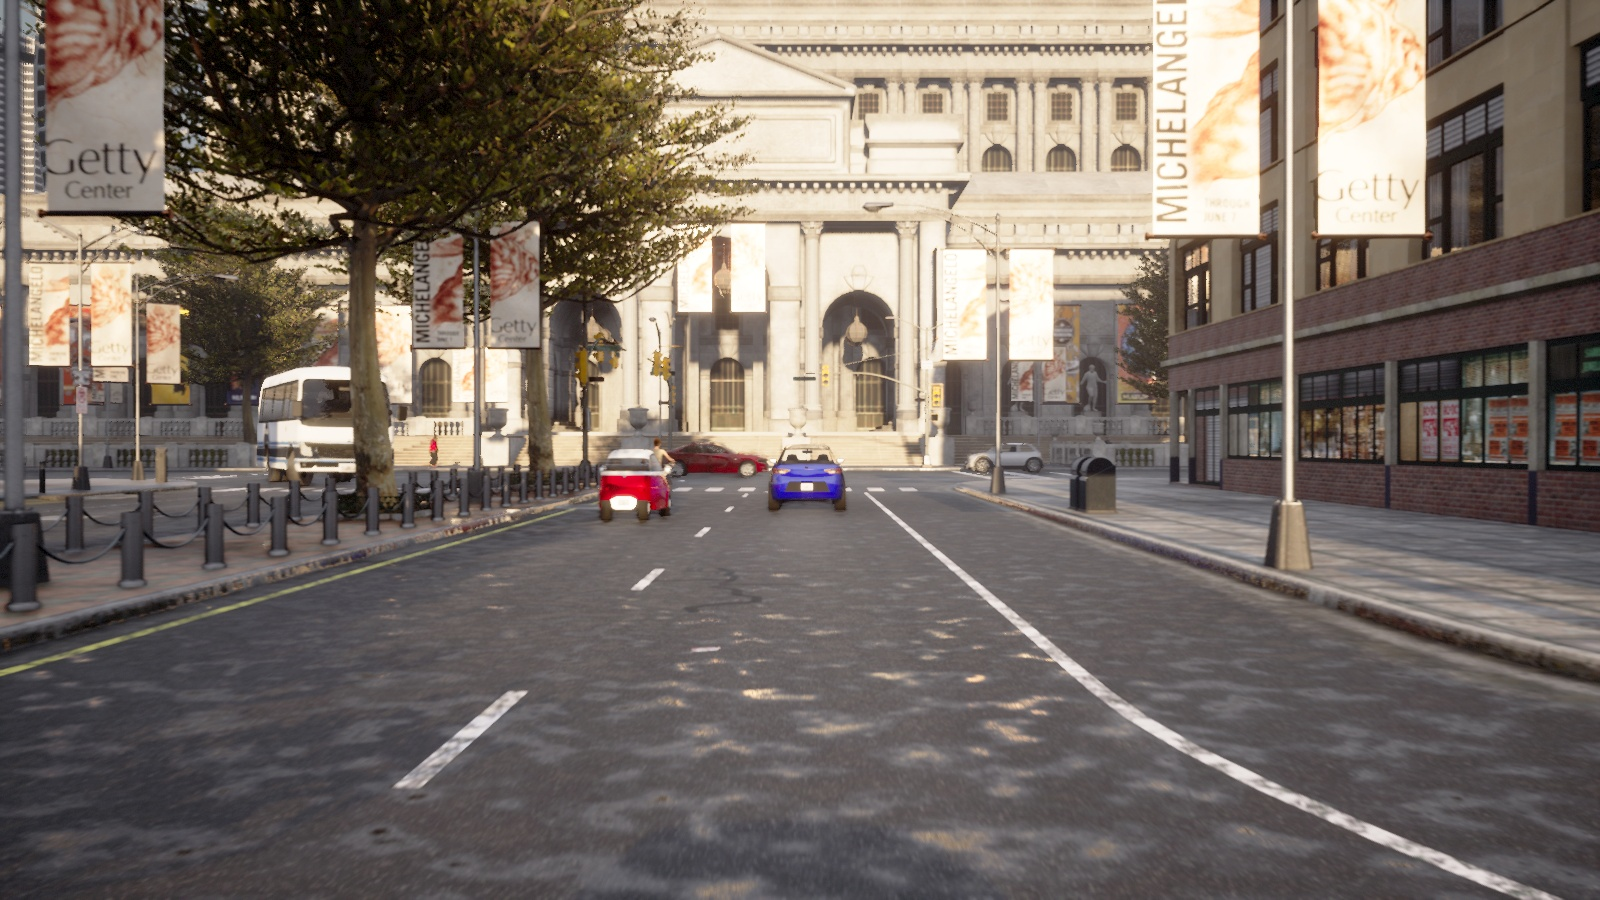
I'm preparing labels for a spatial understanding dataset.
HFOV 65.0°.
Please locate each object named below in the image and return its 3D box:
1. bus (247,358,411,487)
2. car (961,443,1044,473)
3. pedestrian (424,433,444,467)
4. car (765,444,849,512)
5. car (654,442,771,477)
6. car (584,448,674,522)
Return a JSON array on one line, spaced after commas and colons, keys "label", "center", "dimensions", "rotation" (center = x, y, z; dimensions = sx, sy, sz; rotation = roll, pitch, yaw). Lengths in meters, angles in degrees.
[{"label": "bus", "center": [-17.748, -0.905, 46.676], "dimensions": [3.944, 4.253, 10.273], "rotation": [1, 0, -30]}, {"label": "car", "center": [10.017, 0.371, 62.271], "dimensions": [3.806, 1.475, 1.970], "rotation": [0, 0, 1]}, {"label": "pedestrian", "center": [-20.332, -0.003, 69.712], "dimensions": [0.899, 1.844, 0.634], "rotation": [0, 0, 1]}, {"label": "car", "center": [0.165, 0.596, 29.337], "dimensions": [1.816, 1.474, 4.193], "rotation": [0, 0, 0]}, {"label": "car", "center": [-3.801, 0.411, 55.397], "dimensions": [5.008, 1.535, 1.882], "rotation": [0, 0, 1]}, {"label": "car", "center": [-3.358, 0.659, 24.937], "dimensions": [1.481, 1.376, 2.207], "rotation": [0, 1, 0]}]
